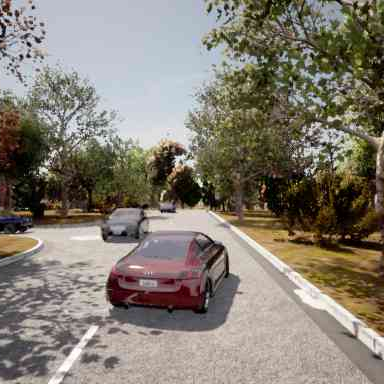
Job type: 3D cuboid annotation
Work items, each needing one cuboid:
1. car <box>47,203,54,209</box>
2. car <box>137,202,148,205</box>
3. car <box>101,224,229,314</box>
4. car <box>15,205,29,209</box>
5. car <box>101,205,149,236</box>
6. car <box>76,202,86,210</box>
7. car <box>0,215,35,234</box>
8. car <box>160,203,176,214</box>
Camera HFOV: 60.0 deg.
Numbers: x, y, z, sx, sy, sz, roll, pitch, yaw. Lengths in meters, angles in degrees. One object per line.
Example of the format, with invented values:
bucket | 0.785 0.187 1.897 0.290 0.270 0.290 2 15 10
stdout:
car | -25.765 2.473 62.969 4.553 1.767 2.097 0 -2 4
car | -10.620 2.593 62.274 5.008 1.535 1.882 -1 -3 19
car | -0.306 1.588 7.817 1.994 1.385 4.181 0 0 13
car | -36.583 2.749 74.070 2.150 2.045 5.566 -1 -2 24
car | -3.378 1.618 17.492 2.128 1.511 4.902 0 -1 0
car | -18.120 2.494 59.482 4.902 1.511 2.128 0 -2 -2
car | -12.530 1.971 20.799 4.718 1.301 1.895 -1 -2 -3
car | -3.176 2.179 45.147 2.033 1.411 5.357 0 -1 3
